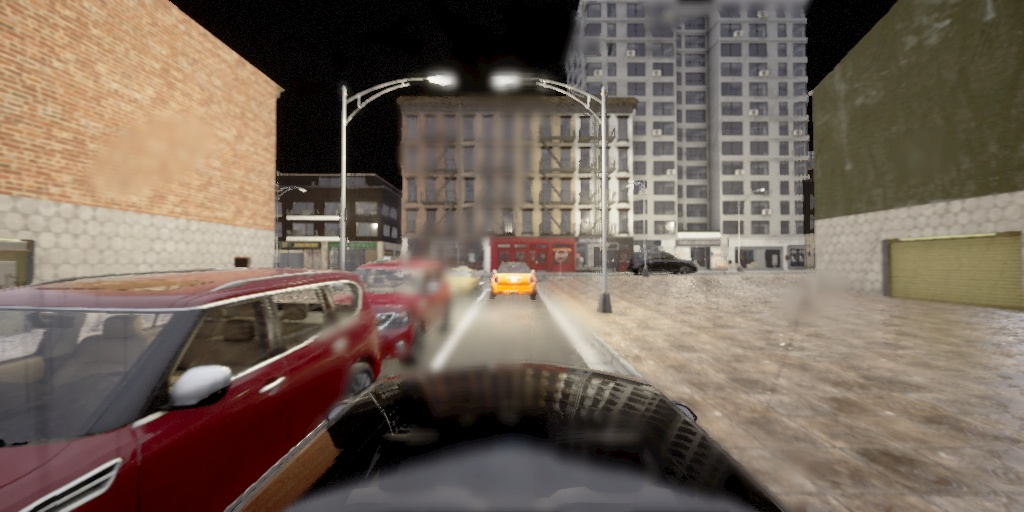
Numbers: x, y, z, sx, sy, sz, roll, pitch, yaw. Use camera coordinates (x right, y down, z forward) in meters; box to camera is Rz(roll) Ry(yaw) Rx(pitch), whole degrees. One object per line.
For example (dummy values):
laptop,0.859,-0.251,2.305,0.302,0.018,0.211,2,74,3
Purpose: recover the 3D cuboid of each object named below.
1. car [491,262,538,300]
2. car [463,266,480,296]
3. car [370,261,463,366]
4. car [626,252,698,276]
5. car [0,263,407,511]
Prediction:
car,0.093,1.071,17.737,2.097,1.767,4.553,0,0,0
car,-2.637,1.240,19.067,1.751,1.417,4.829,0,0,0
car,-2.637,1.051,8.172,2.192,1.841,5.009,0,0,0
car,12.538,0.726,30.290,5.566,2.045,2.150,-1,-1,4
car,-2.636,1.063,2.640,2.192,1.841,5.009,0,0,0
